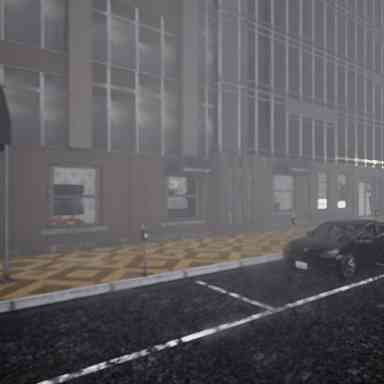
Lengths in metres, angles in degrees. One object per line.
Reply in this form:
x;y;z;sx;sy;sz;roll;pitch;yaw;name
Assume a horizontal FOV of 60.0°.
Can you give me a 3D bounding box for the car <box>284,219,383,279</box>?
4.595;1.492;9.822;4.313;1.339;1.947;-1;1;-35;car
